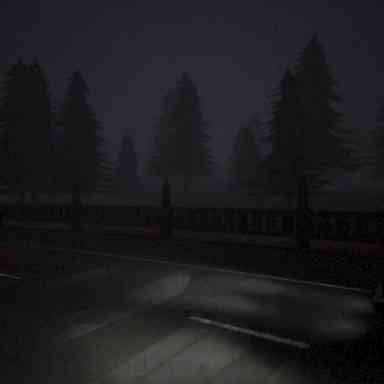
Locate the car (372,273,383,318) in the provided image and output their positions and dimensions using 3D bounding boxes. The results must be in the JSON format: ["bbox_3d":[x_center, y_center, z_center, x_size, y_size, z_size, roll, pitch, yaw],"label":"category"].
[{"bbox_3d":[5.145,1.586,4.480,4.718,1.301,1.895,0,0,36],"label":"car"}]
